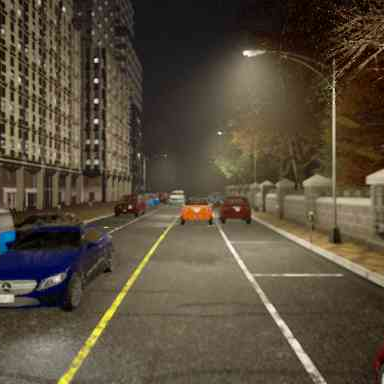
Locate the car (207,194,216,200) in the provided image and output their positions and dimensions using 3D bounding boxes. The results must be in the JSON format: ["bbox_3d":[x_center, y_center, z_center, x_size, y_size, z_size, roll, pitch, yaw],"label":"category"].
[{"bbox_3d":[4.222,1.111,72.657,1.802,1.307,4.206,1,0,2],"label":"car"}]

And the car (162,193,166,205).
[{"bbox_3d":[-4.725,1.004,51.007,2.192,1.841,5.009,1,0,2],"label":"car"}]

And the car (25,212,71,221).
[{"bbox_3d":[-5.656,1.495,13.050,1.947,1.339,4.313,1,0,1],"label":"car"}]

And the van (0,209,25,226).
[{"bbox_3d":[-5.684,1.301,7.507,1.690,1.788,3.998,1,0,0],"label":"van"}]

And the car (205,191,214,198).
[{"bbox_3d":[4.655,0.714,89.086,2.192,1.841,5.009,1,0,2],"label":"car"}]

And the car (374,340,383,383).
[{"bbox_3d":[2.696,1.573,1.683,1.802,1.307,4.206,0,0,0],"label":"car"}]

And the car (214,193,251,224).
[{"bbox_3d":[2.934,1.183,23.366,2.192,1.841,5.009,1,0,2],"label":"car"}]

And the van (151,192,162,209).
[{"bbox_3d":[-5.012,1.104,40.063,1.690,1.788,3.998,1,0,1],"label":"van"}]

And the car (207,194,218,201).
[{"bbox_3d":[4.080,1.136,67.182,1.947,1.339,4.313,1,0,2],"label":"car"}]

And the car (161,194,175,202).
[{"bbox_3d":[-4.441,1.162,61.953,2.008,1.369,4.403,1,0,2],"label":"car"}]

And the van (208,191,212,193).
[{"bbox_3d":[3.651,1.030,50.749,1.690,1.788,3.998,1,0,2],"label":"van"}]

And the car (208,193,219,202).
[{"bbox_3d":[3.937,1.051,61.703,1.967,1.590,4.097,1,0,1],"label":"car"}]

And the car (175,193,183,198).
[{"bbox_3d":[-3.581,0.905,94.787,2.008,1.369,4.403,1,0,2],"label":"car"}]

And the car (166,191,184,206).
[{"bbox_3d":[-2.162,0.918,49.680,2.150,2.045,5.566,0,0,2],"label":"car"}]

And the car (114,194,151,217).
[{"bbox_3d":[-5.299,1.149,29.118,2.192,1.841,5.009,1,0,2],"label":"car"}]

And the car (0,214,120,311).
[{"bbox_3d":[-3.069,1.484,7.809,1.812,1.442,4.674,0,0,0],"label":"car"}]

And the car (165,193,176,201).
[{"bbox_3d":[-4.296,1.010,67.426,1.967,1.590,4.097,1,0,2],"label":"car"}]

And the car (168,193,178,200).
[{"bbox_3d":[-4.153,0.969,72.898,1.967,1.590,4.097,1,0,2],"label":"car"}]

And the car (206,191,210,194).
[{"bbox_3d":[0.811,1.103,41.581,2.097,1.767,4.553,0,0,1],"label":"car"}]

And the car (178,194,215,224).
[{"bbox_3d":[0.357,1.217,23.651,2.097,1.767,4.553,0,0,1],"label":"car"}]
